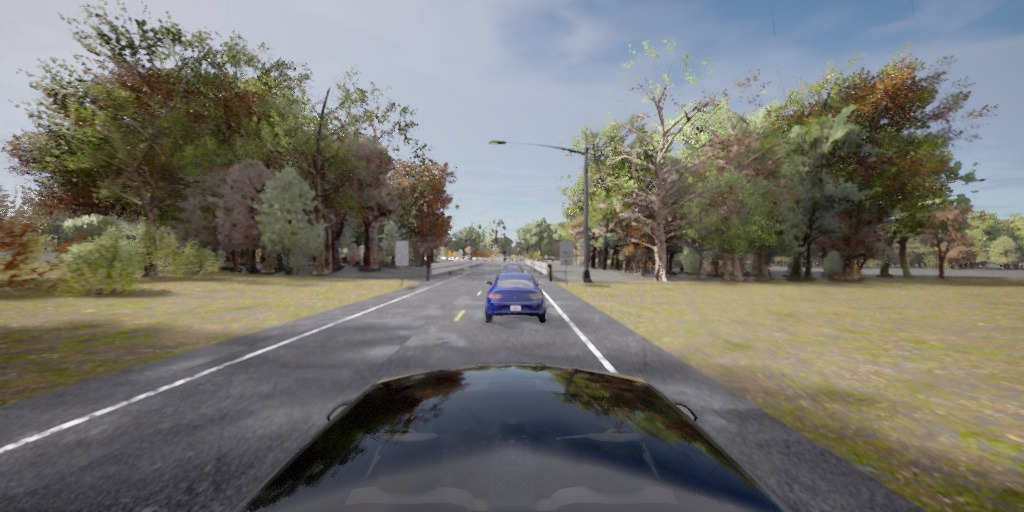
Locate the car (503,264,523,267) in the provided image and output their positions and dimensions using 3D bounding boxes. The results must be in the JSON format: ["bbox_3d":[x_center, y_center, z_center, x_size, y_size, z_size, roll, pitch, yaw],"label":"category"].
[{"bbox_3d":[0.091,1.325,29.379,1.994,1.385,4.181,0,0,0],"label":"car"}]

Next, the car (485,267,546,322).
[{"bbox_3d":[0.096,1.278,12.222,1.812,1.442,4.674,0,0,0],"label":"car"}]
